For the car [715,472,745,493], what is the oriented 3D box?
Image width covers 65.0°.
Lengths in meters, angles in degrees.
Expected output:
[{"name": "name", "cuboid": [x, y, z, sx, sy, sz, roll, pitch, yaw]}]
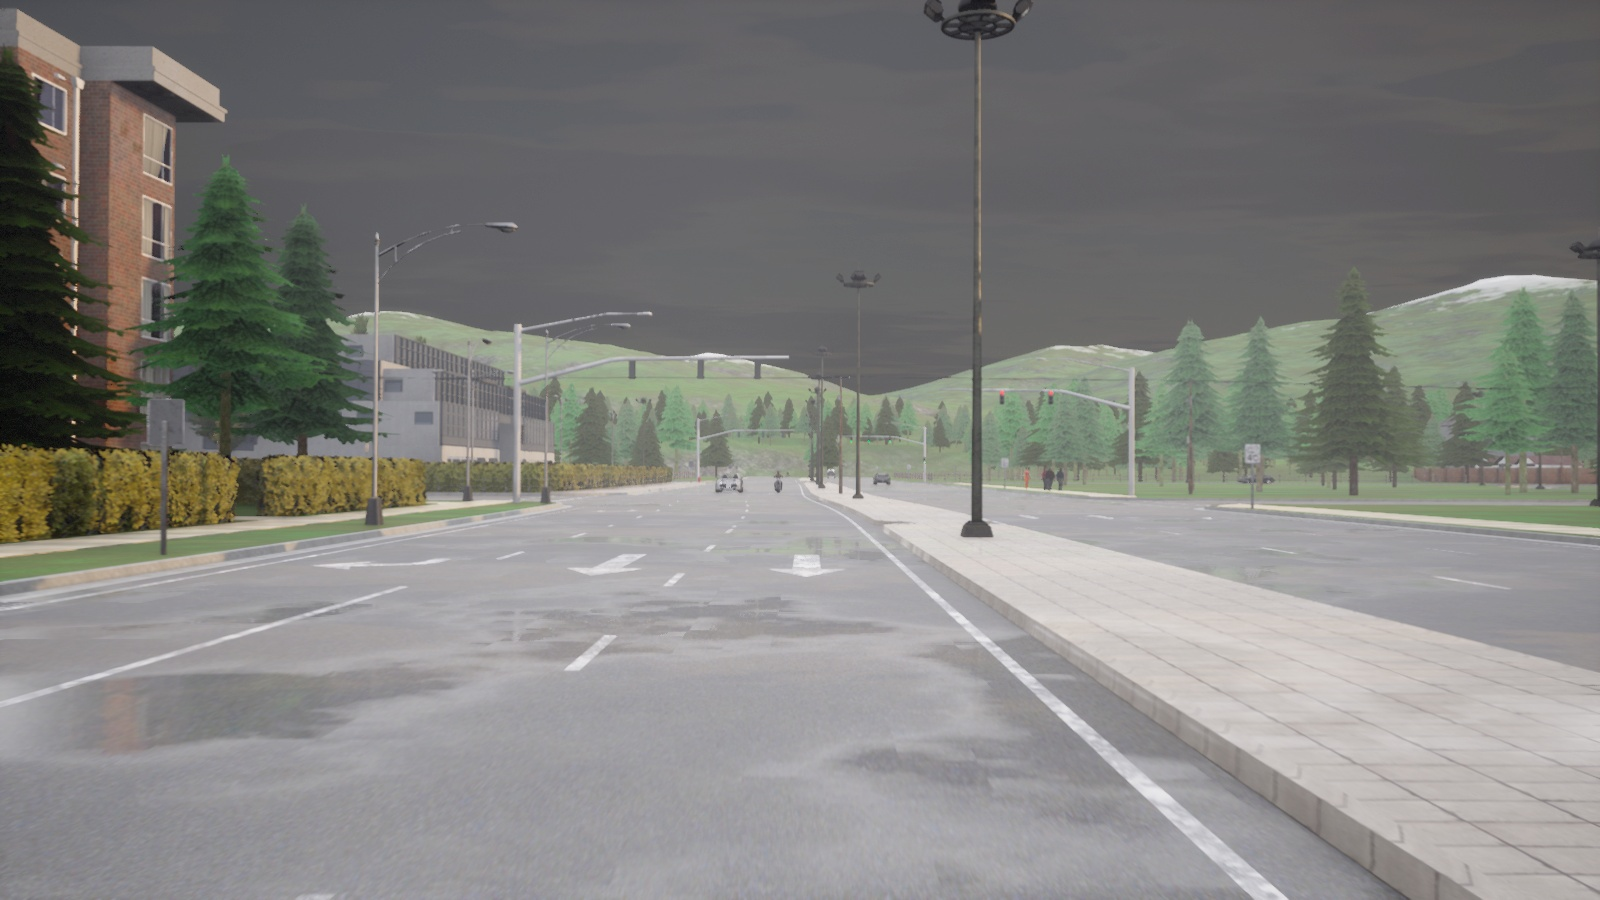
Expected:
[{"name": "car", "cuboid": [-5.039, 2.364, 90.659, 1.970, 1.475, 3.806, 0, -1, 0]}]
